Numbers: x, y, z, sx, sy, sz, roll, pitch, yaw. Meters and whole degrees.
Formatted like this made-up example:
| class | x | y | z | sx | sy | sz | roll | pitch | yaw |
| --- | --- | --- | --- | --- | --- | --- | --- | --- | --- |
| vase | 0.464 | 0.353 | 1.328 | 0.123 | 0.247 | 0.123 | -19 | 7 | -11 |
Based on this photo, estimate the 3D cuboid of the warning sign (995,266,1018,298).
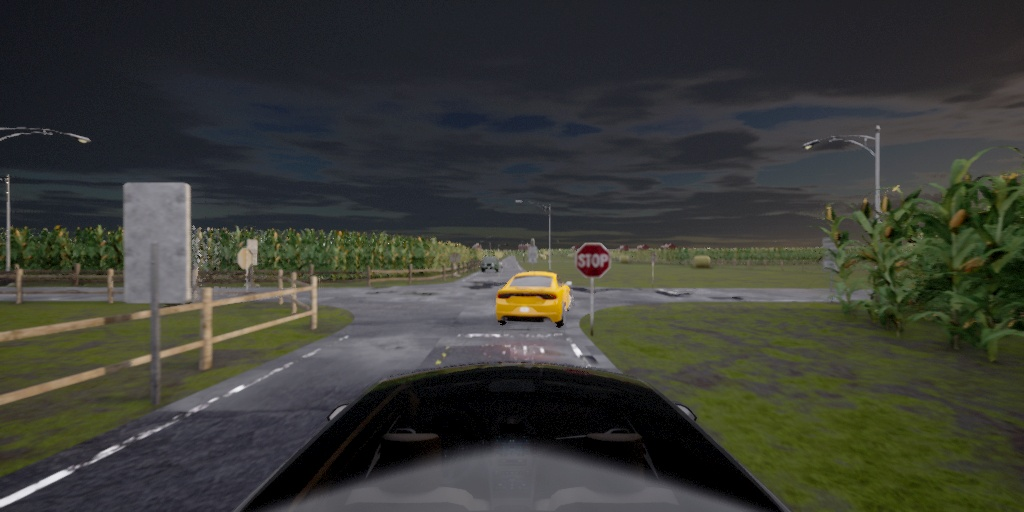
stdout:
| class | x | y | z | sx | sy | sz | roll | pitch | yaw |
| --- | --- | --- | --- | --- | --- | --- | --- | --- | --- |
| warning sign | 21.809 | 1.009 | 16.071 | 1.060 | 1.860 | 1.300 | 0 | 0 | -1 |

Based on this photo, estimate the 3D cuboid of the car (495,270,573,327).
| class | x | y | z | sx | sy | sz | roll | pitch | yaw |
| --- | --- | --- | --- | --- | --- | --- | --- | --- | --- |
| car | 0.890 | 1.261 | 11.833 | 1.882 | 1.535 | 5.008 | 0 | 0 | 13 |

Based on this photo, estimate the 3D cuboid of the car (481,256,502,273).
| class | x | y | z | sx | sy | sz | roll | pitch | yaw |
| --- | --- | --- | --- | --- | --- | --- | --- | --- | --- |
| car | -2.836 | 1.069 | 47.000 | 2.150 | 2.045 | 5.566 | 0 | 0 | 0 |
